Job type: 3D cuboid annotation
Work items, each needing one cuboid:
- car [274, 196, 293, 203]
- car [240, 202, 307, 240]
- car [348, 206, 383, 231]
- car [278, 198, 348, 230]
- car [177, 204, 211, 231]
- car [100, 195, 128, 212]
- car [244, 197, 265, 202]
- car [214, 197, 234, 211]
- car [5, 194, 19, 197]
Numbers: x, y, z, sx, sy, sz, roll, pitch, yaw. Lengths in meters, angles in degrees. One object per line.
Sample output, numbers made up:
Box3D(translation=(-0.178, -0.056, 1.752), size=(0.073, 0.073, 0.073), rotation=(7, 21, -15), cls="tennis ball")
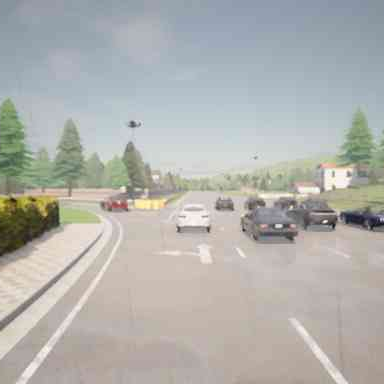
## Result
Box3D(translation=(10.597, 1.282, 37.773), size=(1.837, 1.490, 4.892), rotation=(0, 0, 0), cls="car")
Box3D(translation=(3.599, 1.451, 16.299), size=(2.033, 1.411, 5.357), rotation=(0, 0, 0), cls="car")
Box3D(translation=(10.599, 1.484, 19.723), size=(1.895, 1.301, 4.718), rotation=(0, 0, 0), cls="car")
Box3D(translation=(7.099, 1.372, 20.146), size=(2.128, 1.511, 4.902), rotation=(0, 0, 0), cls="car")
Box3D(translation=(0.085, 1.411, 19.369), size=(1.812, 1.442, 4.674), rotation=(0, 0, 0), cls="car")
Box3D(translation=(-8.513, 1.140, 35.953), size=(2.097, 1.767, 4.553), rotation=(0, 0, -28), cls="car")
Box3D(translation=(7.096, 1.282, 37.731), size=(1.837, 1.490, 4.892), rotation=(0, 0, 0), cls="car")
Box3D(translation=(3.597, 1.269, 37.665), size=(2.128, 1.511, 4.902), rotation=(0, 0, 0), cls="car")
Box3D(translation=(-38.720, 1.103, 70.987), size=(4.902, 1.511, 2.128), rotation=(0, 0, 40), cls="car")
